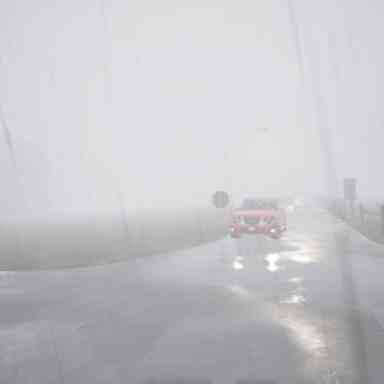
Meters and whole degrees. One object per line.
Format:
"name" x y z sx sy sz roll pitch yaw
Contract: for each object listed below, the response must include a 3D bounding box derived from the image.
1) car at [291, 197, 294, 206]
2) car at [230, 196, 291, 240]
"car" 15.040 1.356 52.789 2.128 1.511 4.902 -2 0 18
"car" 3.611 1.241 17.191 2.150 2.045 5.566 -1 0 21
